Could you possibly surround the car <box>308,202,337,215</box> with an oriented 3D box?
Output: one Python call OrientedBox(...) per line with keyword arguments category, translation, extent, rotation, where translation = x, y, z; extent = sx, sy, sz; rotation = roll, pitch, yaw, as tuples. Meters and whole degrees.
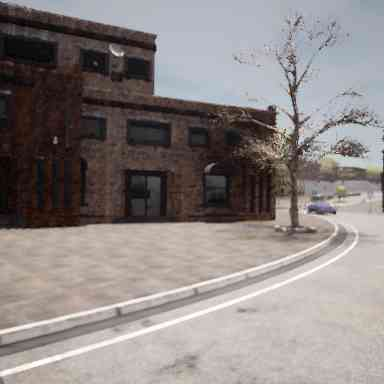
OrientedBox(category="car", translation=(14.599, 1.816, 37.588), extent=(1.812, 1.442, 4.674), rotation=(1, -1, -2))
